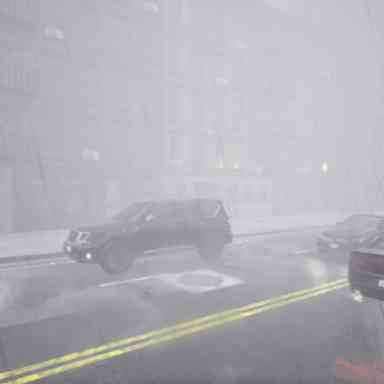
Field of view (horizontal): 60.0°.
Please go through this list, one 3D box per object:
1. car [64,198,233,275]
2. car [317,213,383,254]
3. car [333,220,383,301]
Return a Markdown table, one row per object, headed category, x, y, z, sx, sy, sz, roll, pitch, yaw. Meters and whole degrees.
| category | x | y | z | sx | sy | sz | roll | pitch | yaw |
| --- | --- | --- | --- | --- | --- | --- | --- | --- | --- |
| car | -1.157 | 1.224 | 10.845 | 5.566 | 2.045 | 2.150 | 0 | 0 | -36 |
| car | 6.622 | 1.529 | 12.398 | 4.674 | 1.442 | 1.812 | 0 | 0 | -35 |
| car | 5.454 | 1.481 | 7.332 | 5.008 | 1.535 | 1.882 | 0 | 0 | -36 |
